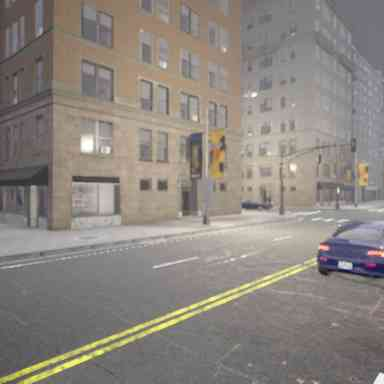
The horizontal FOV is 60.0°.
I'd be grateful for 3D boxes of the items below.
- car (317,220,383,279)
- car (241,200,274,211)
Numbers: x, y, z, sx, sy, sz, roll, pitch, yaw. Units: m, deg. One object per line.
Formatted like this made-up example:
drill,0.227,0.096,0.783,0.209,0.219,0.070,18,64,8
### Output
car,5.062,1.518,9.368,1.812,1.442,4.674,0,0,42
car,7.168,1.555,39.186,4.718,1.301,1.895,0,0,42
